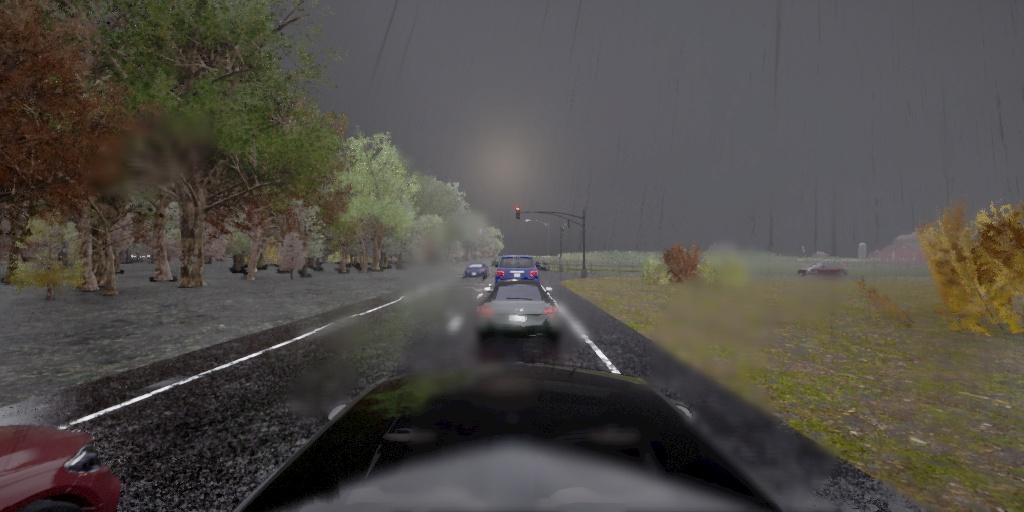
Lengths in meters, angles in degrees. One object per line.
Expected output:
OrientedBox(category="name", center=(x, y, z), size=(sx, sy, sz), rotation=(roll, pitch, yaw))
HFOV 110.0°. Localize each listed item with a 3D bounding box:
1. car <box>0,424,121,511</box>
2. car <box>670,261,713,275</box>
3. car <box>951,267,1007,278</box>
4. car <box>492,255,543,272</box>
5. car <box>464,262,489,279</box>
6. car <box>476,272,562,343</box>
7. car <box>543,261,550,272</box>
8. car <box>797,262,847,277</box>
OrientedBox(category="car", center=(-3.421, 1.275, 0.280), size=(1.812, 1.442, 4.674), rotation=(0, 0, 1))
OrientedBox(category="car", center=(20.989, 1.385, 42.011), size=(4.553, 1.767, 2.097), rotation=(1, -1, 1))
OrientedBox(category="car", center=(49.441, 1.849, 37.981), size=(4.181, 1.385, 1.994), rotation=(1, -1, 2))
OrientedBox(category="car", center=(0.263, 0.976, 19.085), size=(2.150, 2.045, 5.566), rotation=(0, 0, 1))
OrientedBox(category="car", center=(-3.116, 1.282, 31.897), size=(1.812, 1.442, 4.674), rotation=(0, 0, 1))
OrientedBox(category="car", center=(0.169, 1.316, 9.672), size=(1.994, 1.385, 4.181), rotation=(0, 0, 1))
OrientedBox(category="car", center=(2.910, 1.288, 47.833), size=(1.837, 1.490, 4.892), rotation=(-2, 3, -38))
OrientedBox(category="car", center=(36.045, 1.550, 41.793), size=(4.553, 1.767, 2.097), rotation=(1, -1, 1))
